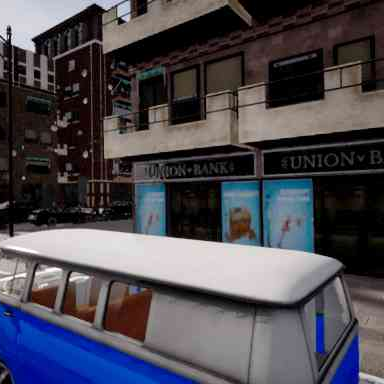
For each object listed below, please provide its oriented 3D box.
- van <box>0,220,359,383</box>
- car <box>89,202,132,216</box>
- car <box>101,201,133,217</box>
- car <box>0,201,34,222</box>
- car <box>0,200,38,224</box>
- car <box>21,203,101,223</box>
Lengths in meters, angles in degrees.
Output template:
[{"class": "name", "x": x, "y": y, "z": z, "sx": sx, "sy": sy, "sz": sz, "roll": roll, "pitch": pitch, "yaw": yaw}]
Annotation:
[{"class": "van", "x": -0.533, "y": 1.341, "z": 3.231, "sx": 3.998, "sy": 1.788, "sz": 1.690, "roll": 0, "pitch": -1, "yaw": 35}, {"class": "car", "x": -8.836, "y": 1.791, "z": 36.421, "sx": 1.947, "sy": 1.339, "sz": 4.313, "roll": -2, "pitch": -1, "yaw": 36}, {"class": "car", "x": -7.358, "y": 1.665, "z": 34.048, "sx": 2.128, "sy": 1.511, "sz": 4.902, "roll": -1, "pitch": -1, "yaw": 36}, {"class": "car", "x": -15.478, "y": 1.602, "z": 27.310, "sx": 1.967, "sy": 1.590, "sz": 4.097, "roll": -2, "pitch": -1, "yaw": 36}, {"class": "car", "x": -13.676, "y": 1.464, "z": 25.386, "sx": 2.097, "sy": 1.767, "sz": 4.553, "roll": -1, "pitch": -1, "yaw": 36}, {"class": "car", "x": -8.707, "y": 1.579, "z": 22.370, "sx": 1.947, "sy": 1.339, "sz": 4.313, "roll": -2, "pitch": -1, "yaw": 36}]
